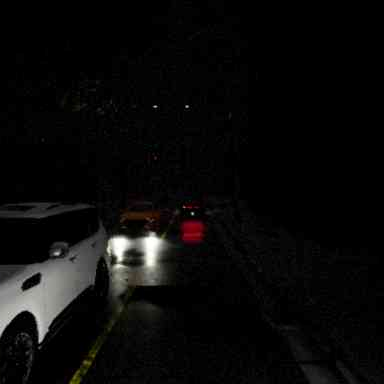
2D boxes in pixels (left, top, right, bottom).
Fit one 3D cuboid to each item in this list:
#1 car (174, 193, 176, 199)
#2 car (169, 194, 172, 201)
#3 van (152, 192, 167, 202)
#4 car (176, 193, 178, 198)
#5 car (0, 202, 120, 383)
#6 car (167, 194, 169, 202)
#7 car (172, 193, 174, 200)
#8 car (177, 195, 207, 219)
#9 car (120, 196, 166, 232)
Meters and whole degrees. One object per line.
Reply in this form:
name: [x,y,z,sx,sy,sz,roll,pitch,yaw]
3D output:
car: [-5.506,1.203,81.651,1.802,1.307,4.206,2,0,0]
car: [-5.435,0.862,60.490,2.192,1.841,5.009,2,0,0]
van: [-5.411,0.872,52.185,1.690,1.788,3.998,2,0,0]
car: [-5.537,1.225,92.232,1.887,1.381,4.507,1,0,0]
car: [-2.853,1.212,5.194,2.150,2.045,5.566,0,0,0]
car: [-5.427,1.088,55.505,2.008,1.369,4.403,2,0,0]
car: [-5.473,1.121,71.070,1.887,1.381,4.507,2,0,0]
car: [0.039,1.194,25.440,1.837,1.490,4.892,0,1,0]
car: [-2.834,1.301,19.129,1.882,1.535,5.008,0,2,0]
